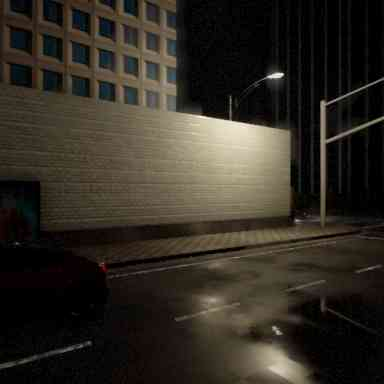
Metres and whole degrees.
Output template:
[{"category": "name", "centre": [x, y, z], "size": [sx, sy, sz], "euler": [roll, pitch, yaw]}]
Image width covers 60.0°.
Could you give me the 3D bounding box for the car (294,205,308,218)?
[{"category": "car", "centre": [8.176, 1.581, 30.012], "size": [1.812, 1.442, 4.674], "euler": [0, 0, -36]}]

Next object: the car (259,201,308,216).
[{"category": "car", "centre": [9.378, 1.656, 34.337], "size": [1.895, 1.301, 4.718], "euler": [0, 0, -36]}]

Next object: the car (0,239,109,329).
[{"category": "car", "centre": [-3.608, 1.564, 5.733], "size": [4.181, 1.385, 1.994], "euler": [0, 0, -36]}]
